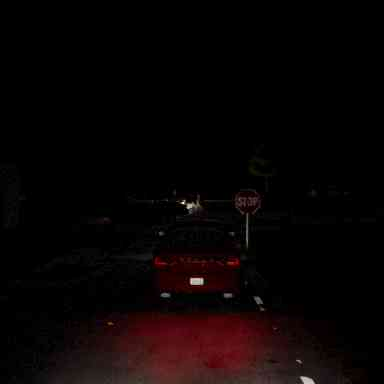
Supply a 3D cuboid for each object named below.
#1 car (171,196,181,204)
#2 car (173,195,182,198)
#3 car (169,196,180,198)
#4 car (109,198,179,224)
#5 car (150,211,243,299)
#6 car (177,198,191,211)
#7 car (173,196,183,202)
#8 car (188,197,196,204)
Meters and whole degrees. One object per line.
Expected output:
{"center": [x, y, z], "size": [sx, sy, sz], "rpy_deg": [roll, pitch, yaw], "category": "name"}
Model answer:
{"center": [-3.102, 1.518, 66.262], "size": [1.882, 1.535, 5.008], "rpy_deg": [0, 0, 0], "category": "car"}
{"center": [-3.072, 1.373, 55.432], "size": [2.097, 1.767, 4.553], "rpy_deg": [0, 0, 0], "category": "car"}
{"center": [-3.002, 1.610, 43.856], "size": [1.895, 1.301, 4.718], "rpy_deg": [0, 0, 0], "category": "car"}
{"center": [-3.716, 1.512, 25.173], "size": [5.008, 1.535, 1.882], "rpy_deg": [-1, 0, 0], "category": "car"}
{"center": [0.121, 1.475, 8.524], "size": [1.882, 1.535, 5.008], "rpy_deg": [0, 0, 1], "category": "car"}
{"center": [-2.804, 1.528, 28.881], "size": [4.892, 1.490, 1.837], "rpy_deg": [-1, 0, 0], "category": "car"}
{"center": [-3.176, 1.615, 76.100], "size": [1.994, 1.385, 4.181], "rpy_deg": [0, 0, 0], "category": "car"}
{"center": [-0.230, 1.599, 63.768], "size": [1.994, 1.385, 4.181], "rpy_deg": [0, 0, 0], "category": "car"}
